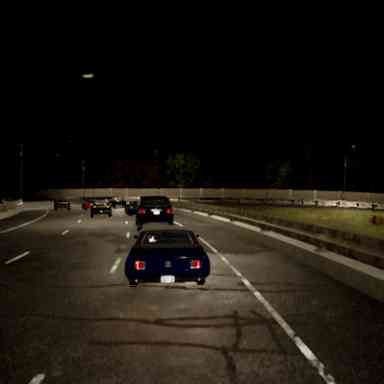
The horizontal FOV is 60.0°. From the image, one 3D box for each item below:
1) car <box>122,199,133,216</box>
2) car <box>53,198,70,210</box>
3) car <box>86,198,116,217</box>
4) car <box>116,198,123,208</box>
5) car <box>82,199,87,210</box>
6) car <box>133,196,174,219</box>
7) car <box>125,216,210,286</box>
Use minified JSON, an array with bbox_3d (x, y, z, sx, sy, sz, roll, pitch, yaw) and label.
[{"bbox_3d":[-5.610,1.602,33.464,1.994,1.385,4.181,0,0,-17],"label":"car"},{"bbox_3d":[-16.923,1.548,43.234,2.128,1.511,4.902,0,0,-24],"label":"car"},{"bbox_3d":[-8.718,1.530,31.800,2.128,1.511,4.902,0,0,-17],"label":"car"},{"bbox_3d":[-10.043,1.545,44.966,2.128,1.511,4.902,0,0,-24],"label":"car"},{"bbox_3d":[-13.254,1.617,43.575,1.994,1.385,4.181,0,0,-24],"label":"car"},{"bbox_3d":[-2.495,1.248,21.308,2.150,2.045,5.566,0,0,-11],"label":"car"},{"bbox_3d":[-0.719,1.611,9.441,1.895,1.301,4.718,0,0,-5],"label":"car"}]
